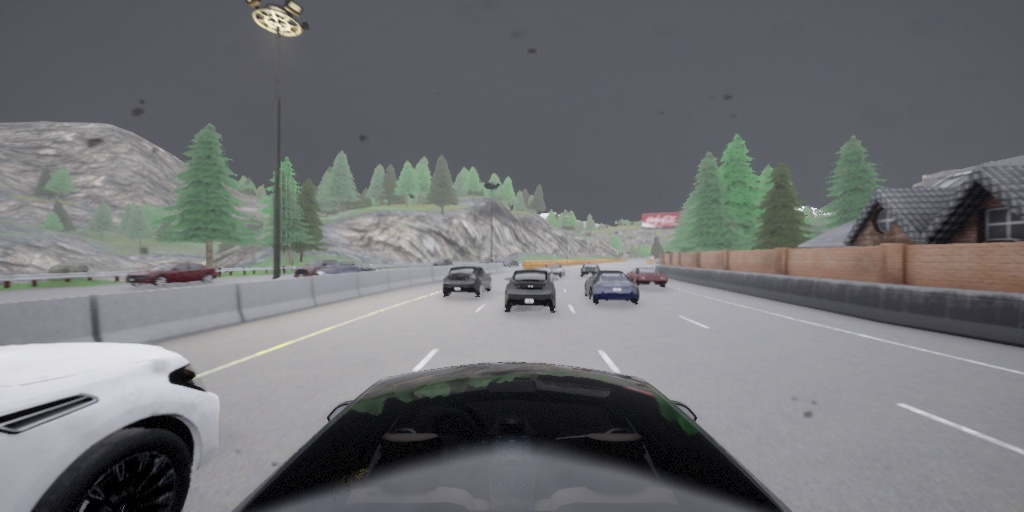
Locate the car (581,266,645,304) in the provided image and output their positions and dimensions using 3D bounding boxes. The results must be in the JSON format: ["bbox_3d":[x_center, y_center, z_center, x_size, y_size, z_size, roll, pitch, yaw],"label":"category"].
[{"bbox_3d":[4.525,1.348,16.715,1.994,1.385,4.181,0,0,6],"label":"car"}]

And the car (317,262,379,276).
[{"bbox_3d":[-11.976,1.352,26.931,1.895,1.301,4.718,0,0,9],"label":"car"}]

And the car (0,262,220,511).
[{"bbox_3d":[-3.357,0.959,0.409,2.150,2.045,5.566,0,0,0],"label":"car"}]

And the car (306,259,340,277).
[{"bbox_3d":[-14.819,1.240,30.920,2.128,1.511,4.902,0,0,11],"label":"car"}]

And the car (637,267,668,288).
[{"bbox_3d":[9.078,1.410,24.488,1.895,1.301,4.718,0,0,9],"label":"car"}]

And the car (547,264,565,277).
[{"bbox_3d":[4.265,1.412,35.949,1.895,1.301,4.718,0,0,13],"label":"car"}]

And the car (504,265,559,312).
[{"bbox_3d":[0.778,1.274,14.449,1.837,1.490,4.892,0,0,5],"label":"car"}]

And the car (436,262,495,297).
[{"bbox_3d":[-2.260,1.273,18.992,1.837,1.490,4.892,0,0,6],"label":"car"}]

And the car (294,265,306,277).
[{"bbox_3d":[-17.898,1.095,33.377,2.097,1.767,4.553,0,0,11],"label":"car"}]

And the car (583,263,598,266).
[{"bbox_3d":[8.263,1.426,37.559,1.895,1.301,4.718,0,0,14],"label":"car"}]

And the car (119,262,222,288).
[{"bbox_3d":[-22.923,1.193,24.408,1.882,1.535,5.008,0,0,8],"label":"car"}]
